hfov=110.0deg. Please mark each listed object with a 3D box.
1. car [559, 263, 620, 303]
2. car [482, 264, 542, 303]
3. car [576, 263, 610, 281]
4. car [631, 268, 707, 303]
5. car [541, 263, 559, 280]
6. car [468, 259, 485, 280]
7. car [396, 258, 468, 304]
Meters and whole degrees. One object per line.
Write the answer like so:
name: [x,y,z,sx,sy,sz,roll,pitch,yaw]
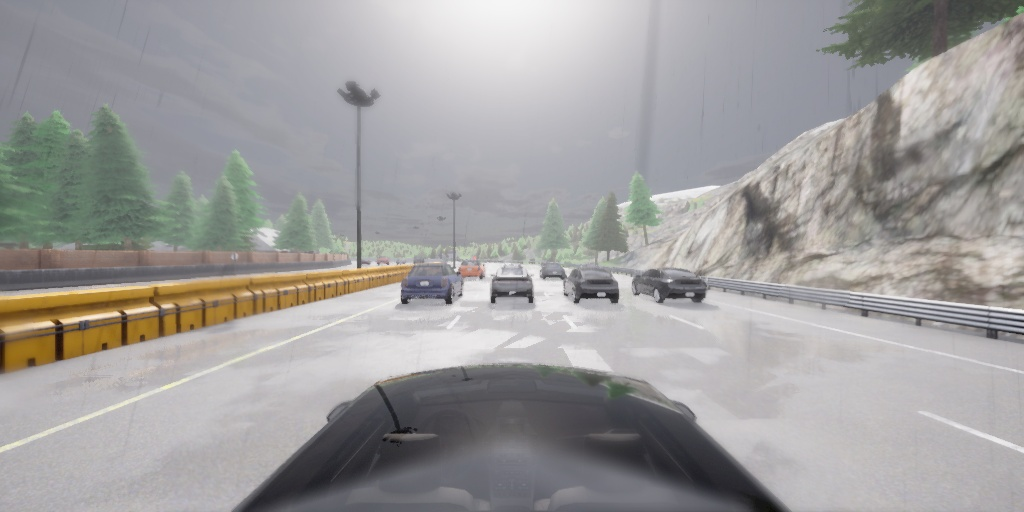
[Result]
car: [3.506,1.267,16.485,1.837,1.490,4.892,0,0,0]
car: [0.006,1.245,16.489,2.128,1.511,4.902,0,0,0]
car: [7.025,1.323,31.480,1.994,1.385,4.181,0,0,0]
car: [7.006,1.267,16.480,1.837,1.490,4.892,0,0,0]
car: [3.525,1.323,31.485,1.994,1.385,4.181,0,0,0]
car: [-3.475,1.116,31.463,2.097,1.767,4.553,0,0,0]
car: [-3.494,1.116,16.463,2.097,1.767,4.553,0,0,0]
